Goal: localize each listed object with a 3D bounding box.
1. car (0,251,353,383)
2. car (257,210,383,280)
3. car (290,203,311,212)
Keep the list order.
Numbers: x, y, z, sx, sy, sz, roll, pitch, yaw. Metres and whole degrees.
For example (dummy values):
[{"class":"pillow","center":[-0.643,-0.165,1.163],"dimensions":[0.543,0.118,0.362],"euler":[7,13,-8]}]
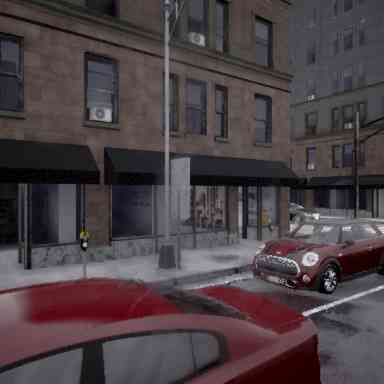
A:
[{"class":"car","center":[-1.192,1.477,2.219],"dimensions":[5.008,1.535,1.882],"euler":[0,0,-36]},{"class":"car","center":[3.464,1.440,8.670],"dimensions":[4.097,1.590,1.967],"euler":[0,0,-36]},{"class":"car","center":[7.071,1.537,24.623],"dimensions":[2.128,1.511,4.902],"euler":[0,0,-35]}]
